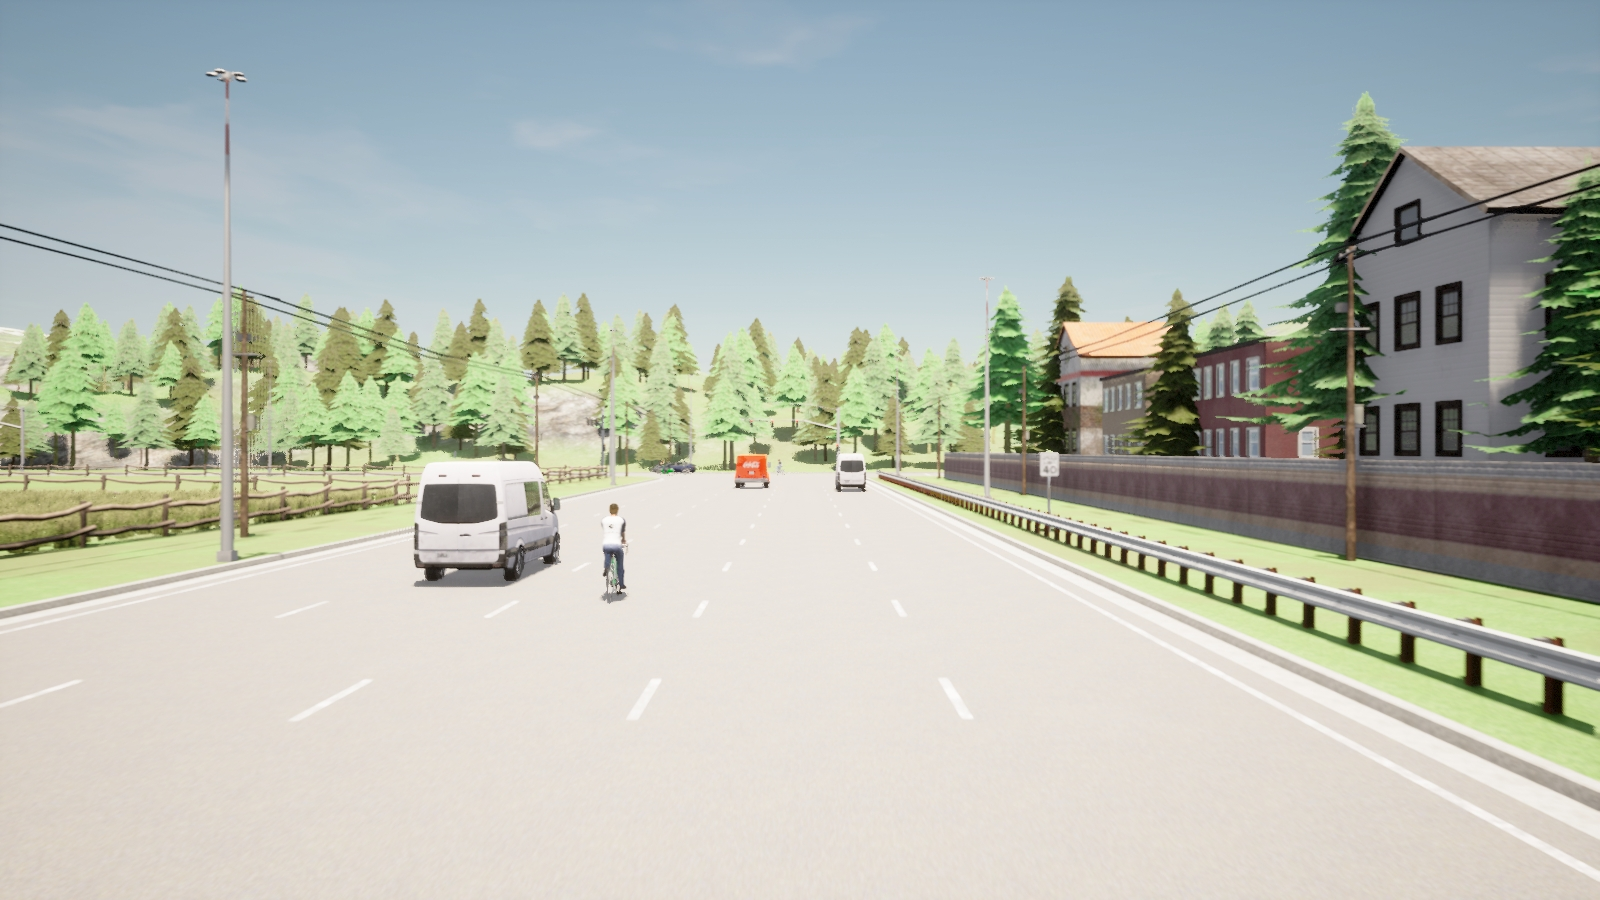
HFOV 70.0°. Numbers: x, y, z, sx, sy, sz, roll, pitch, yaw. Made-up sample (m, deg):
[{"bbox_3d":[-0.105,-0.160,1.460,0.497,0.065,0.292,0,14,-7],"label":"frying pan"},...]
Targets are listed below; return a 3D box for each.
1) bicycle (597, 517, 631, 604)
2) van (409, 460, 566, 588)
[{"bbox_3d":[-3.499,2.056,21.583,0.373,1.496,1.643,0,0,0],"label":"bicycle"},{"bbox_3d":[-6.995,1.534,26.296,1.988,2.561,5.915,0,0,0],"label":"van"}]
